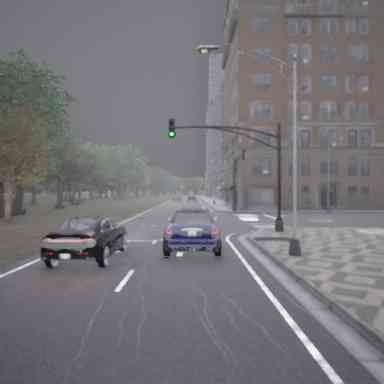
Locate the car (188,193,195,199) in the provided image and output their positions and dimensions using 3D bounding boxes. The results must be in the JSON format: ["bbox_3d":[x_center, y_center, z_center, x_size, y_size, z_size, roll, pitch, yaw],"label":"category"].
[{"bbox_3d":[-0.032,1.106,86.081,1.812,1.442,4.674,0,1,0],"label":"car"}]

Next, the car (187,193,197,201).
[{"bbox_3d":[-0.027,1.341,75.663,1.837,1.490,4.892,0,1,0],"label":"car"}]

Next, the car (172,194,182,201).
[{"bbox_3d":[-3.528,1.381,75.662,2.033,1.411,5.357,0,1,0],"label":"car"}]

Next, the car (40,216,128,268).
[{"bbox_3d":[-3.504,1.572,11.601,2.128,1.511,4.902,0,0,0],"label":"car"}]

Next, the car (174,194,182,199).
[{"bbox_3d":[-3.532,1.176,86.111,1.895,1.301,4.718,0,1,0],"label":"car"}]

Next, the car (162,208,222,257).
[{"bbox_3d":[0.022,1.438,13.504,2.097,1.767,4.553,0,0,0],"label":"car"}]
